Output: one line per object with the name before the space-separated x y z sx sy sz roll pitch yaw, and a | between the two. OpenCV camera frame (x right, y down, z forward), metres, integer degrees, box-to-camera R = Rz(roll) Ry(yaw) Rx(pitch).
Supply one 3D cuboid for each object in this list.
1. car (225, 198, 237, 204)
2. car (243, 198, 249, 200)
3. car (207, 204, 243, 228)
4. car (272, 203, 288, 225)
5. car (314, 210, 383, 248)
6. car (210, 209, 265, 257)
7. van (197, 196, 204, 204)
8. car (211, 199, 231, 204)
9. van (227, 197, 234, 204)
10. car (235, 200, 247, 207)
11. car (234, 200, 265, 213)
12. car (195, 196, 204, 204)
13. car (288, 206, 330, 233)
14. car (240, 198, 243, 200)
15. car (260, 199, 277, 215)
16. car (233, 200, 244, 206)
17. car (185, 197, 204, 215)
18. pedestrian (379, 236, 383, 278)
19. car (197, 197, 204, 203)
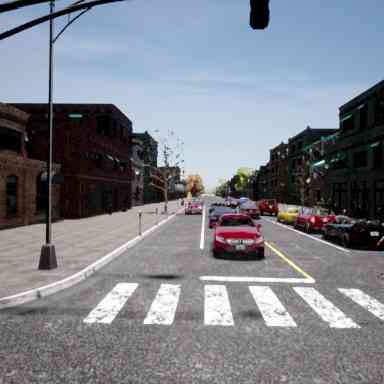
car | 6.813 2.184 58.515 1.895 1.301 4.718 1 -1 2
car | 9.029 1.981 49.191 1.967 1.590 4.097 0 -1 2
car | 2.209 1.774 23.576 1.994 1.385 4.181 1 0 2
car | 8.142 1.864 27.186 1.752 1.417 4.829 0 -1 2
car | 7.689 1.800 15.928 1.947 1.339 4.313 0 -1 2
car | 1.778 1.644 13.632 1.812 1.442 4.674 1 0 3
van | 2.219 2.103 88.334 1.690 1.788 3.998 0 -1 2
car | 2.628 1.810 33.884 1.837 1.490 4.892 1 -1 2
van | 10.815 2.287 93.541 1.690 1.788 3.998 0 -1 2
car | 9.698 2.238 65.821 1.887 1.381 4.507 0 -1 2
car | 5.863 1.913 34.714 2.033 1.411 5.357 1 0 3
car | 1.996 2.026 82.790 2.192 1.841 5.009 0 -1 2
car | 7.913 1.726 21.473 1.967 1.590 4.097 0 -1 2
car | 9.251 2.173 54.734 1.802 1.307 4.206 0 -1 2
car | 8.583 1.754 38.105 2.192 1.841 5.009 0 -1 2
car | 9.920 2.325 71.364 1.802 1.307 4.206 0 -1 2
car | 0.210 1.745 38.440 1.967 1.590 4.097 0 -1 2
pedestrian | 5.533 1.435 9.174 0.375 1.860 0.375 0 0 2
car | 2.441 2.252 93.877 1.967 1.590 4.097 0 -1 2
